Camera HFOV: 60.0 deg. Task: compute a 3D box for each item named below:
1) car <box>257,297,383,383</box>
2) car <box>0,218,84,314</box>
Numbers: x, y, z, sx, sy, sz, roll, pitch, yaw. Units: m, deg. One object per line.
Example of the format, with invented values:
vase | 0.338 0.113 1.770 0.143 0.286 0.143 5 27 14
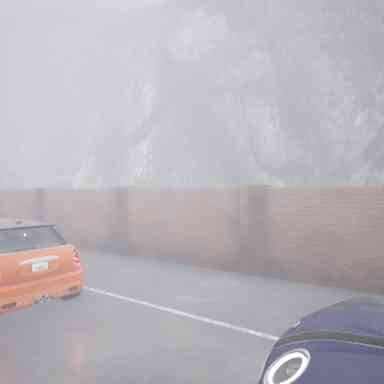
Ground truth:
car | 2.703 1.352 2.102 4.553 1.767 2.097 0 0 35
car | -4.433 1.351 7.159 4.553 1.767 2.097 0 0 36
